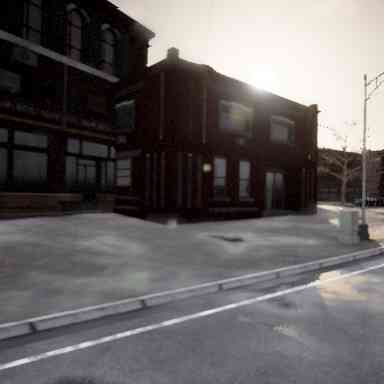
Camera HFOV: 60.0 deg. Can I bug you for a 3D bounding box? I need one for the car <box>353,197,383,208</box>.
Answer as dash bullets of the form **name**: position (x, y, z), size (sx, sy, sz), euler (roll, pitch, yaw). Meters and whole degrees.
- **car**: position (25.448, 1.474, 47.925), size (2.033, 1.411, 5.357), euler (1, 0, -5)
